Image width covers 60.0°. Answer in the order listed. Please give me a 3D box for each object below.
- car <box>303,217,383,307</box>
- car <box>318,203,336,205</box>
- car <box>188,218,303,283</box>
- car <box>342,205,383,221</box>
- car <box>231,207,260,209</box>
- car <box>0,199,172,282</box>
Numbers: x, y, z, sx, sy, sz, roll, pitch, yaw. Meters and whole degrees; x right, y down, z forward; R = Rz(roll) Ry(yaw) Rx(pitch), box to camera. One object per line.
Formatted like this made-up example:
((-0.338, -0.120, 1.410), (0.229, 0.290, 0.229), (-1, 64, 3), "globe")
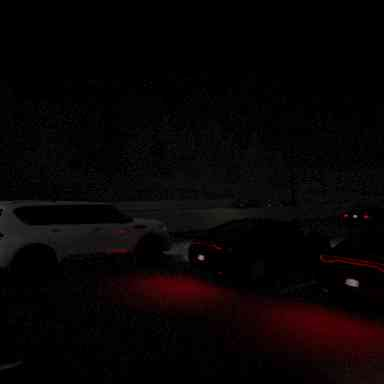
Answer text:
((4.867, 1.499, 7.559), (5.008, 1.535, 1.882), (0, 0, -38), "car")
((18.063, 1.681, 43.803), (1.994, 1.385, 4.181), (0, 0, 44), "car")
((2.191, 1.504, 9.912), (5.008, 1.535, 1.882), (0, 0, -38), "car")
((12.270, 1.610, 22.909), (5.357, 1.411, 2.033), (0, 0, -42), "car")
((6.865, 1.636, 42.246), (1.812, 1.442, 4.674), (0, 0, 45), "car")
((-3.312, 1.247, 10.094), (5.566, 2.045, 2.150), (0, 0, -37), "car")
